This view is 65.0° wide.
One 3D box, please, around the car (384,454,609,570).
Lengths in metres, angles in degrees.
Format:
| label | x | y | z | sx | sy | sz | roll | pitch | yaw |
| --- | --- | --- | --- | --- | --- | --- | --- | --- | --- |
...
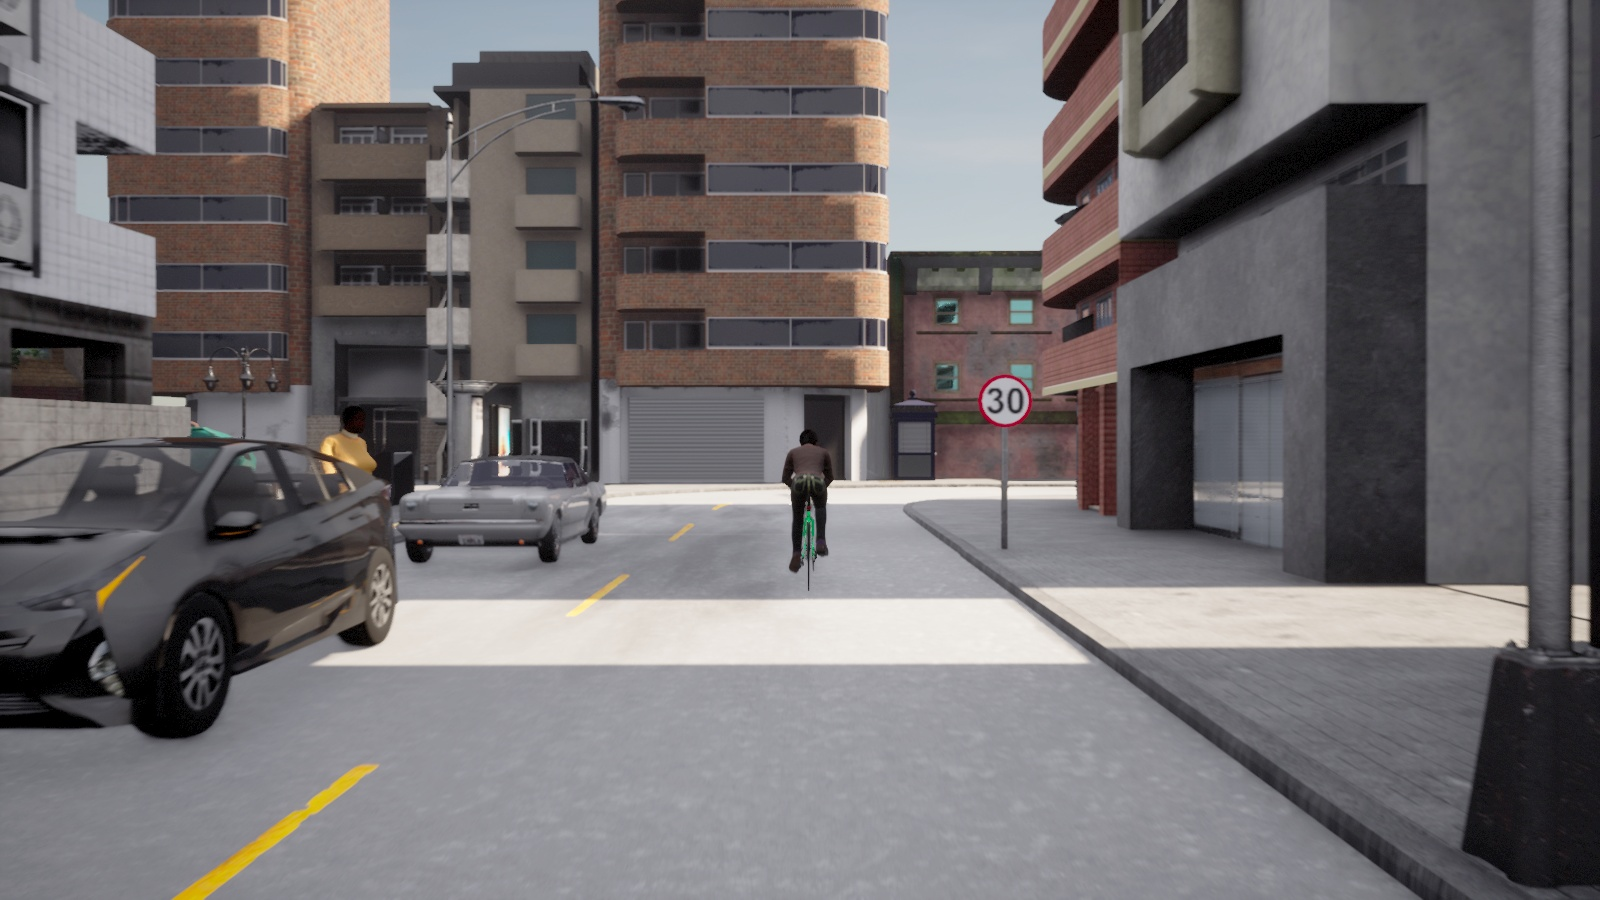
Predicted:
| label | x | y | z | sx | sy | sz | roll | pitch | yaw |
| --- | --- | --- | --- | --- | --- | --- | --- | --- | --- |
| car | -3.895 | 0.733 | 17.000 | 1.895 | 1.301 | 4.718 | 0 | 0 | 0 |

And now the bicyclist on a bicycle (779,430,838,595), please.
| label | x | y | z | sx | sy | sz | roll | pitch | yaw |
| --- | --- | --- | --- | --- | --- | --- | --- | --- | --- |
| bicyclist on a bicycle | 0.089 | 0.614 | 13.119 | 0.582 | 1.620 | 1.656 | 0 | 0 | 0 |

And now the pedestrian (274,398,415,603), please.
| label | x | y | z | sx | sy | sz | roll | pitch | yaw |
| --- | --- | --- | --- | --- | --- | --- | --- | --- | --- |
| pedestrian | -4.319 | 0.455 | 11.935 | 0.900 | 1.855 | 0.874 | 0 | 0 | 24 |

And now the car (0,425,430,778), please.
| label | x | y | z | sx | sy | sz | roll | pitch | yaw |
| --- | --- | --- | --- | --- | --- | --- | --- | --- | --- |
| car | -3.942 | 0.640 | 7.679 | 2.007 | 1.525 | 4.514 | 0 | 0 | 0 |
